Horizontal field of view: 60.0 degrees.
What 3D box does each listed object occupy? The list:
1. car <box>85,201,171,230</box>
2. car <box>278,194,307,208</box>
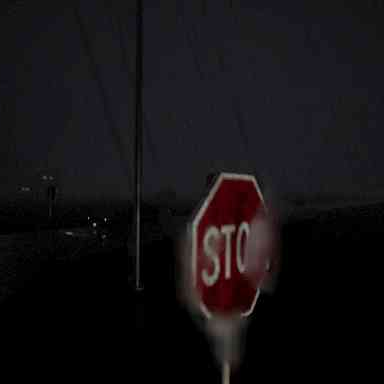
[{"bbox_3d":[-3.447,1.264,19.288,2.033,1.411,5.357,1,1,36],"label":"car"},{"bbox_3d":[11.700,0.992,38.497,2.128,1.511,4.902,1,1,41],"label":"car"}]
